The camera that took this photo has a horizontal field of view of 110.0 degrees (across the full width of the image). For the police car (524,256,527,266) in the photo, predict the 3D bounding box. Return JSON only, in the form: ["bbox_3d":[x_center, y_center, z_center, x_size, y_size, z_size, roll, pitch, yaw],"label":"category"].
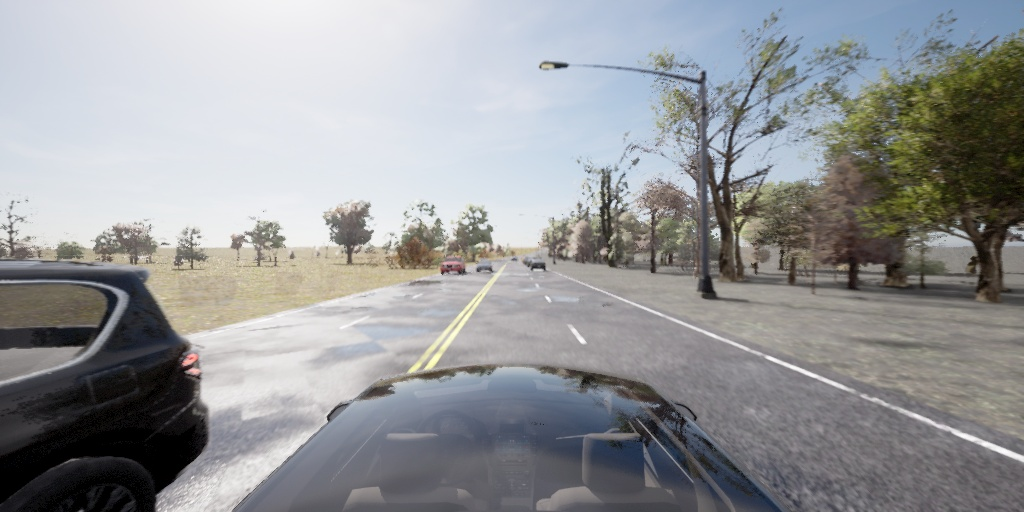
[{"bbox_3d":[3.383,1.028,57.843,1.930,1.638,5.238,0,0,0],"label":"police car"}]

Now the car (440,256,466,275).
[{"bbox_3d":[-6.504,1.021,40.117,2.150,2.045,5.566,-1,0,0],"label":"car"}]

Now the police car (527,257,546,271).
[{"bbox_3d":[3.344,1.066,46.848,1.930,1.638,5.238,-1,0,0],"label":"police car"}]

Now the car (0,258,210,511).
[{"bbox_3d":[-3.374,1.019,0.372,2.150,2.045,5.566,-1,0,0],"label":"car"}]

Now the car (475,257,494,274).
[{"bbox_3d":[-3.240,1.224,42.855,1.812,1.442,4.674,-4,-2,1],"label":"car"}]
